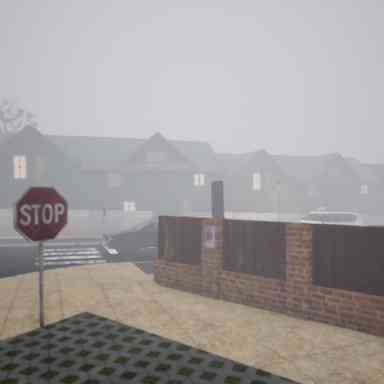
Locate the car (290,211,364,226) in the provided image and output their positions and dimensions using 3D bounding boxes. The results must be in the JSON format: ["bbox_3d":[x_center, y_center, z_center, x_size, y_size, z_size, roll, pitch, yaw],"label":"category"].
[{"bbox_3d":[8.440,2.251,21.363,5.566,2.045,2.150,3,-2,-22],"label":"car"}]

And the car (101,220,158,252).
[{"bbox_3d":[-1.797,2.161,16.995,5.357,1.411,2.033,2,-2,-26],"label":"car"}]
